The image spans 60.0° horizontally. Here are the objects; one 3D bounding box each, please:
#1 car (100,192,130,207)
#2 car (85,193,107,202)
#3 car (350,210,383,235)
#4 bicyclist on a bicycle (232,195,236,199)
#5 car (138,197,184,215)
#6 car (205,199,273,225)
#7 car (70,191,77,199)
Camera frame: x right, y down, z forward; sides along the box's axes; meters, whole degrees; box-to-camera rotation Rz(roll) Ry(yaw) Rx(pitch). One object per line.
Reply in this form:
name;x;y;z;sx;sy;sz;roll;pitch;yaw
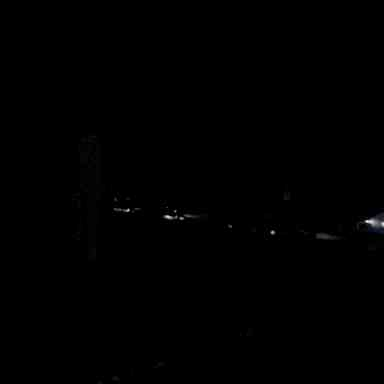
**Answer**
car;-8.639;0.750;37.208;2.097;1.767;4.553;1;1;-35
car;-14.792;0.778;51.185;1.895;1.301;4.718;1;1;-35
car;9.597;1.432;14.984;2.033;1.411;5.357;1;1;-12
bicyclist on a bicycle;3.769;1.098;29.840;1.656;1.620;0.582;-1;1;-35
car;-2.856;1.111;28.892;2.033;1.411;5.357;1;1;-35
car;2.824;1.218;20.753;2.128;1.511;4.902;1;1;-35
car;-20.454;0.582;59.331;1.994;1.385;4.181;1;1;-35
